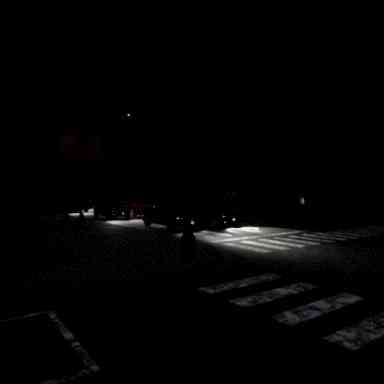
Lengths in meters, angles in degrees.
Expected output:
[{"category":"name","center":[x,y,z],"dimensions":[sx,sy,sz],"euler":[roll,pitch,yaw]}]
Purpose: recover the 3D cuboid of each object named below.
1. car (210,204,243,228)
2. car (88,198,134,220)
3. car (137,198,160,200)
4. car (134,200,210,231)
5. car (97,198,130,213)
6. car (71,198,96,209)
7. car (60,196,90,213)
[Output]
[{"category":"car","center":[1.446,1.531,22.303],"dimensions":[1.994,1.385,4.181],"euler":[0,0,-36]},{"category":"car","center":[-6.899,1.463,28.352],"dimensions":[1.837,1.490,4.892],"euler":[0,0,-36]},{"category":"car","center":[-3.541,1.307,29.248],"dimensions":[2.097,1.767,4.553],"euler":[0,0,-36]},{"category":"car","center":[-1.407,1.464,20.706],"dimensions":[2.128,1.511,4.902],"euler":[0,0,-36]},{"category":"car","center":[-8.669,1.467,36.403],"dimensions":[1.812,1.442,4.674],"euler":[0,0,-36]},{"category":"car","center":[-14.687,1.527,44.835],"dimensions":[1.895,1.301,4.718],"euler":[0,0,-35]},{"category":"car","center":[-13.118,1.490,37.009],"dimensions":[2.033,1.411,5.357],"euler":[0,0,-36]}]
